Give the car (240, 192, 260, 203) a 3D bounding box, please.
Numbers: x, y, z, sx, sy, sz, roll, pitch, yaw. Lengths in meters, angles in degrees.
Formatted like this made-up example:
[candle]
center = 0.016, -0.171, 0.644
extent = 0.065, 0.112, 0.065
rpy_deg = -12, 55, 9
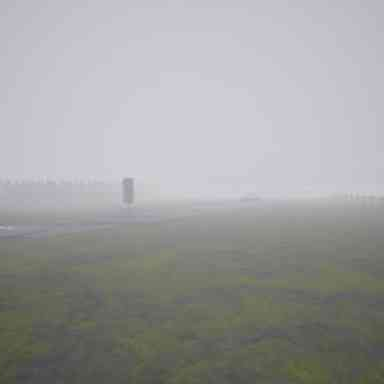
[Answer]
[car]
center = 9.556, 0.827, 54.558
extent = 2.097, 1.767, 4.553
rpy_deg = 0, 0, 31
